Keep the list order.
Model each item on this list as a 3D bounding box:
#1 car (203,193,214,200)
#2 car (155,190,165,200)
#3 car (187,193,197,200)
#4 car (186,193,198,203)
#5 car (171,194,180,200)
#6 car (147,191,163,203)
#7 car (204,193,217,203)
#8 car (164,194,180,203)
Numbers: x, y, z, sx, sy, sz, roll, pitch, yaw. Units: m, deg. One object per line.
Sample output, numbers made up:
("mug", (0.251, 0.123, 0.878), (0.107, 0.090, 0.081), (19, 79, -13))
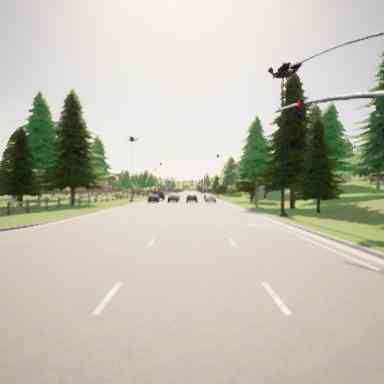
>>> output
("car", (3.485, 0.964, 71.499), (2.128, 1.511, 4.902), (0, 0, 0))
("car", (-7.015, 0.664, 71.526), (2.150, 2.045, 5.566), (0, 0, 0))
("car", (-0.015, 0.991, 71.499), (1.994, 1.385, 4.181), (0, 0, 0))
("car", (-0.012, 1.014, 61.432), (2.097, 1.767, 4.553), (0, 0, 0))
("car", (-3.515, 1.034, 71.528), (1.895, 1.301, 4.718), (0, 0, 0))
("car", (-7.012, 1.141, 61.078), (1.882, 1.535, 5.008), (0, 0, 0))
("car", (3.487, 1.187, 61.497), (1.812, 1.442, 4.674), (0, 0, 0))
("car", (-3.512, 1.168, 61.079), (1.837, 1.490, 4.892), (0, 0, 0))
